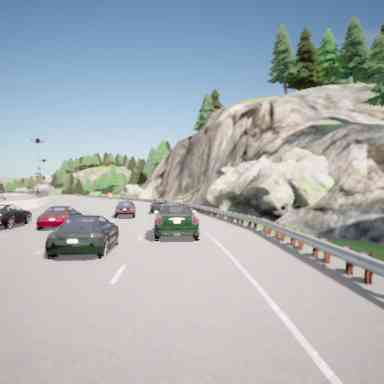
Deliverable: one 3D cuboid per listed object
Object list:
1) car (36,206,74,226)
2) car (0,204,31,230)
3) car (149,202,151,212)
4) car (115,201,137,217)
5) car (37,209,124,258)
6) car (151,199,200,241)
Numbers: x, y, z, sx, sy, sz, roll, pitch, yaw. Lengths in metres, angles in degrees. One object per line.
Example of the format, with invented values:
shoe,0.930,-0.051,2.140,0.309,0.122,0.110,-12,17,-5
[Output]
car,-8.347,1.557,21.269,1.994,1.385,4.181,0,0,-7
car,-11.842,1.492,21.139,2.128,1.511,4.902,0,0,-7
car,-3.491,1.461,35.606,2.128,1.511,4.902,0,0,-10
car,-6.125,1.527,30.708,2.033,1.411,5.357,0,0,-10
car,-4.006,1.558,12.765,1.994,1.385,4.181,0,0,-4
car,-0.853,1.336,16.933,2.097,1.767,4.553,0,0,-5
